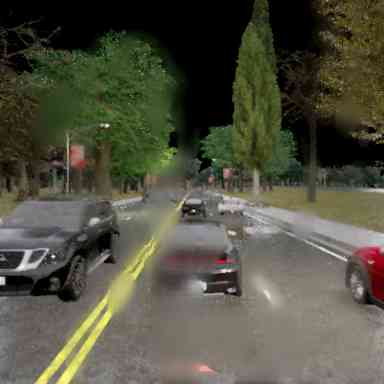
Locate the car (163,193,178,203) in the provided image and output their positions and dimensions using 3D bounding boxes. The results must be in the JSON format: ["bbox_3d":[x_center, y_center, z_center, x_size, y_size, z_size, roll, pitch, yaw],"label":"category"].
[{"bbox_3d":[-3.254,0.938,50.979,1.837,1.490,4.892,0,1,0],"label":"car"}]

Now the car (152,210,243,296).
[{"bbox_3d":[0.110,1.431,8.426,1.837,1.490,4.892,0,1,0],"label":"car"}]

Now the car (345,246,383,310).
[{"bbox_3d":[4.231,1.309,5.099,2.097,1.767,4.553,0,1,0],"label":"car"}]

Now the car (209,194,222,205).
[{"bbox_3d":[3.368,0.991,46.435,2.128,1.511,4.902,0,1,1],"label":"car"}]

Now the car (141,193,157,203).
[{"bbox_3d":[-6.502,0.957,50.988,1.812,1.442,4.674,0,1,0],"label":"car"}]

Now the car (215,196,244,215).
[{"bbox_3d":[3.349,1.317,29.651,1.895,1.301,4.718,0,1,0],"label":"car"}]

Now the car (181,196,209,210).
[{"bbox_3d":[0.137,1.220,27.122,1.882,1.535,5.008,0,1,0],"label":"car"}]

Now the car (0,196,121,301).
[{"bbox_3d":[-3.339,1.146,8.465,2.150,2.045,5.566,0,1,0],"label":"car"}]
